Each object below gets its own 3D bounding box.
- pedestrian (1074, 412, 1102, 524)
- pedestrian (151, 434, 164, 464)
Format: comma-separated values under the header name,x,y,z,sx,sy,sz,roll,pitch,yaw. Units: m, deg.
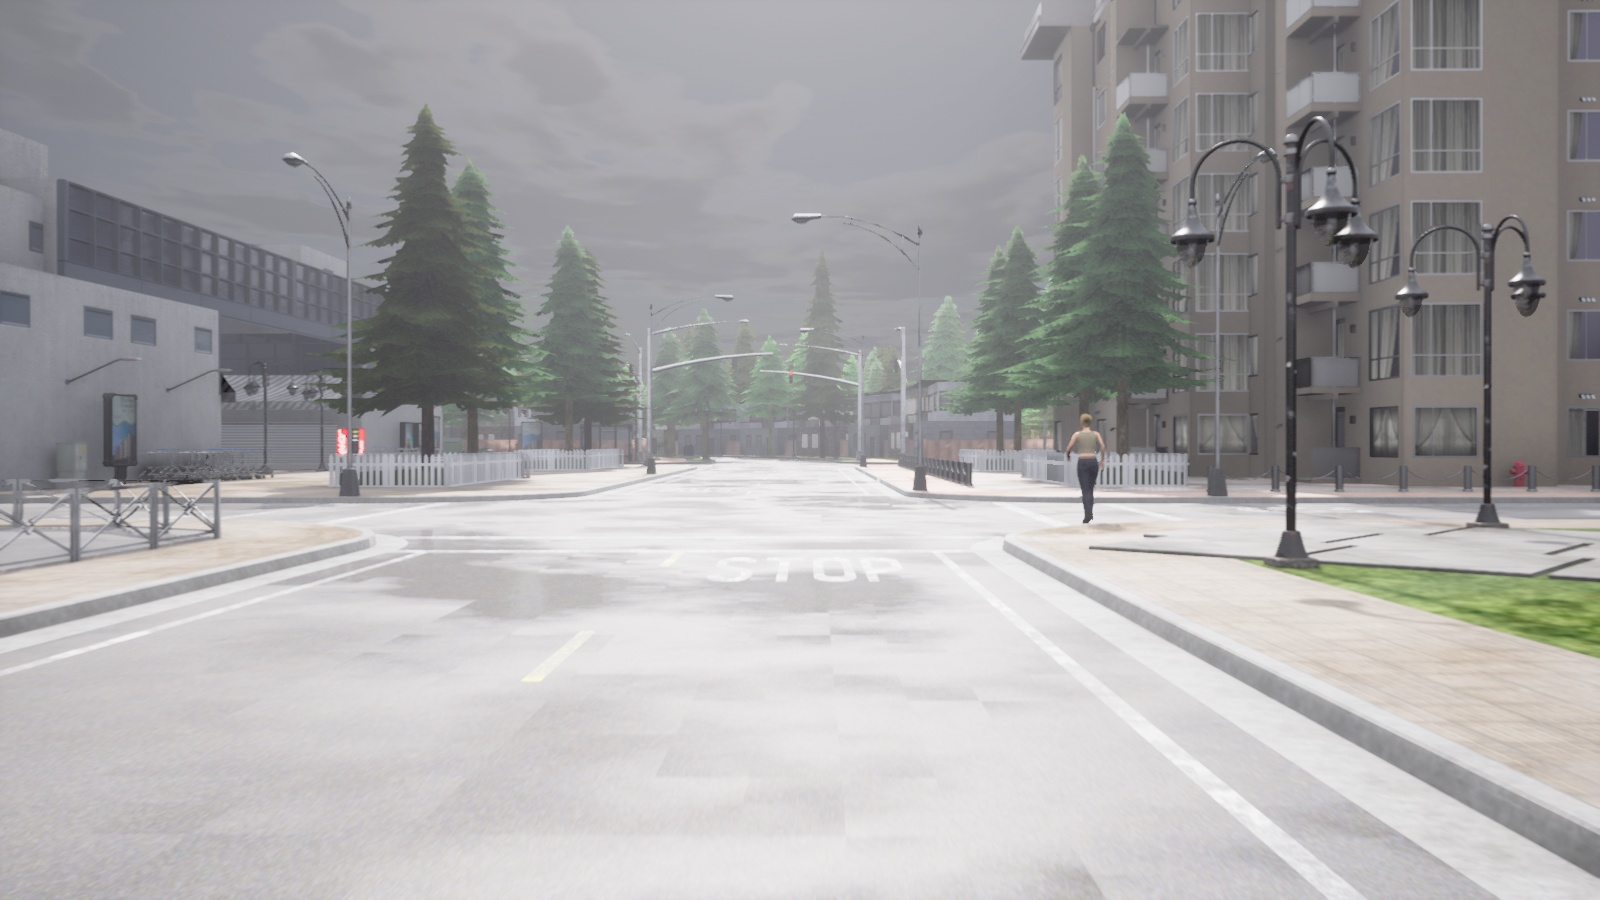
name,x,y,z,sx,sy,sz,roll,pitch,yaw
pedestrian,4.789,0.286,20.874,0.345,1.836,0.594,0,0,2
pedestrian,-39.435,-0.074,77.074,0.594,1.836,0.345,0,0,0
